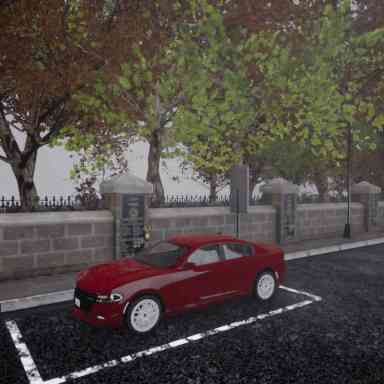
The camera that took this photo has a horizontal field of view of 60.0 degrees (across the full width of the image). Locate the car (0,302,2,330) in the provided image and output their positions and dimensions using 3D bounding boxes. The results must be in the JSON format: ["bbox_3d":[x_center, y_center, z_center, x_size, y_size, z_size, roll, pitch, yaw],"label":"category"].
[{"bbox_3d":[-4.504,1.551,3.439,4.403,1.369,2.008,0,0,-36],"label":"car"}]

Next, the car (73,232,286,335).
[{"bbox_3d":[-0.027,1.545,6.702,4.507,1.381,1.887,0,0,-36],"label":"car"}]
